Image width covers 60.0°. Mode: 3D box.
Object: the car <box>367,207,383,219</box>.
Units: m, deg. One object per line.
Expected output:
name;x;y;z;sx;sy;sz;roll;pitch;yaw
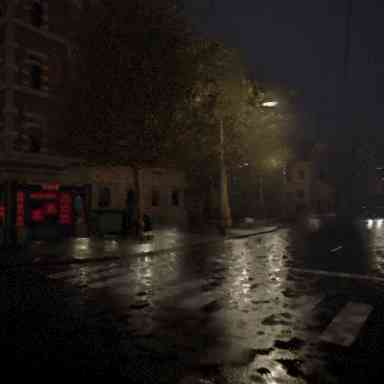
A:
car;24.506;2.707;43.483;2.128;1.511;4.902;-2;-2;43
